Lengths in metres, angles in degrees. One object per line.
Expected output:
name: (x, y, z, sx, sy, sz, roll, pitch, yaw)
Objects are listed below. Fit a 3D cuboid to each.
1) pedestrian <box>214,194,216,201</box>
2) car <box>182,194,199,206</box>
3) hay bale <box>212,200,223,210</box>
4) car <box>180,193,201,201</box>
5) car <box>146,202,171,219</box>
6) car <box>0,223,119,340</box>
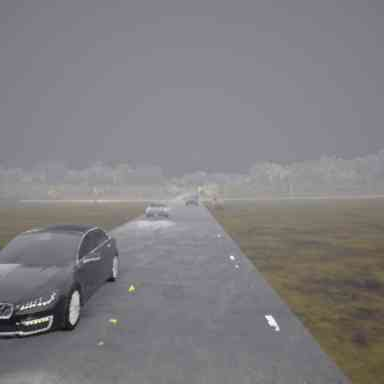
pedestrian: (2.822, 1.175, 41.484, 0.375, 1.860, 0.375, -1, 2, -10)
car: (0.008, 1.398, 51.915, 2.033, 1.411, 5.357, 0, 0, 2)
hay bale: (3.134, 1.563, 40.354, 1.220, 1.180, 1.240, 1, 1, 0)
car: (-0.317, 1.152, 76.133, 2.128, 1.511, 4.902, 1, 2, 37)
car: (-2.850, 1.549, 28.857, 1.895, 1.301, 4.718, 0, 0, 0)
car: (-2.820, 1.497, 6.947, 1.837, 1.490, 4.892, 0, 1, 0)
